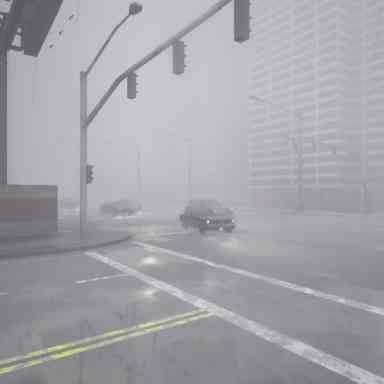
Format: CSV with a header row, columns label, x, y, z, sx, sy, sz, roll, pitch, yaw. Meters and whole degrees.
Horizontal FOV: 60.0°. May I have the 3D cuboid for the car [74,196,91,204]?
label,x,y,z,sx,sy,sz,roll,pitch,yaw
car,-21.536,1.526,65.115,1.812,1.442,4.674,0,0,-35

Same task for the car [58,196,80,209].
label,x,y,z,sx,sy,sz,roll,pitch,yaw
car,-17.429,1.477,46.862,1.882,1.535,5.008,0,0,-35

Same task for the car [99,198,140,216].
label,x,y,z,sx,sy,sz,roll,pitch,yaw
car,-7.469,1.547,32.715,2.033,1.411,5.357,0,0,-35

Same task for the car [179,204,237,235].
label,x,y,z,sx,sy,sz,roll,pitch,yaw
car,0.802,1.601,19.222,1.895,1.301,4.718,0,0,-19

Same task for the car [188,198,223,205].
label,x,y,z,sx,sy,sz,roll,pitch,yaw
car,1.318,1.352,26.493,2.097,1.767,4.553,0,0,-37

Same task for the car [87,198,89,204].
label,x,y,z,sx,sy,sz,roll,pitch,yaw
car,-18.921,1.493,55.137,2.128,1.511,4.902,0,0,-35
